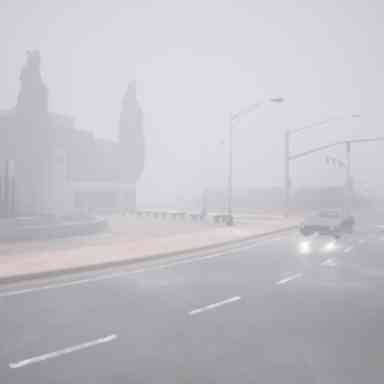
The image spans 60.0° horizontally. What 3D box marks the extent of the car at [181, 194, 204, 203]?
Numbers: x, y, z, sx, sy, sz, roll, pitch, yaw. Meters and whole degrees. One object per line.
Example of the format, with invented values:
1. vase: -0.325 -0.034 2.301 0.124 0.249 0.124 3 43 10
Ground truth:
1. car: 0.122 1.719 74.933 1.970 1.475 3.806 0 0 37

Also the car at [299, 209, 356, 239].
1. car: 7.632 1.661 18.332 2.033 1.411 5.357 0 0 37

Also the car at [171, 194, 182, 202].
1. car: -2.171 1.477 76.700 1.905 1.878 3.866 0 0 37
